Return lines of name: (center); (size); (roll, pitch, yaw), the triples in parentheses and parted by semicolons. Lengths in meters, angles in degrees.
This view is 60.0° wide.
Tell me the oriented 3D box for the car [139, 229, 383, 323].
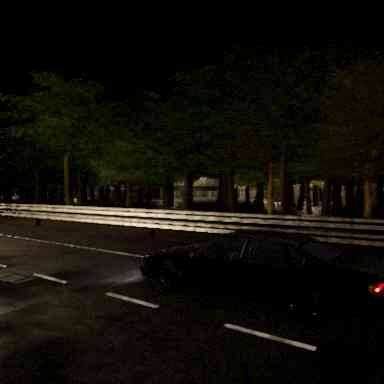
car: (1.344, 1.548, 7.210); (5.357, 1.411, 2.033); (0, 0, 36)
